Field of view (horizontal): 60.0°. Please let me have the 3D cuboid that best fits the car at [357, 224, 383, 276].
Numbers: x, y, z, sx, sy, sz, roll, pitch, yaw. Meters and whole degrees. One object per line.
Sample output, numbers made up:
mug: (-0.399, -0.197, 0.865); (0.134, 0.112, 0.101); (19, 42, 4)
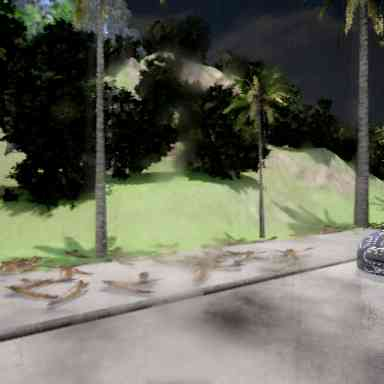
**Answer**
car: (6.624, 1.344, 9.324); (4.553, 1.767, 2.097); (0, 0, -35)
